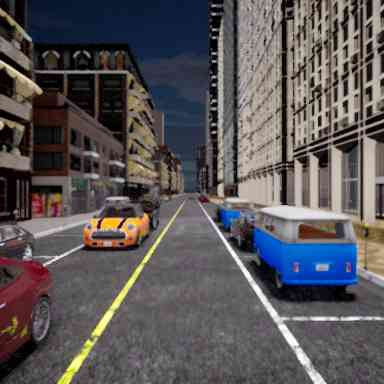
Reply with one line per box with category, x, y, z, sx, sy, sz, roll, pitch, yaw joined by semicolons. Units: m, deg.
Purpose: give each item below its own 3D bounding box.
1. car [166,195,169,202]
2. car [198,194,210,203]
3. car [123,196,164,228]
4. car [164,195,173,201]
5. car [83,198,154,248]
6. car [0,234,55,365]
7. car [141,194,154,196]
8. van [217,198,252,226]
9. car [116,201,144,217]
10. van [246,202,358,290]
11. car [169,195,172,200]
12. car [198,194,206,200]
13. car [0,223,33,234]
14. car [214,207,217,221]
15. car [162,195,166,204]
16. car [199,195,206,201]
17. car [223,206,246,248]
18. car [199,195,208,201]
car;-5.783;1.424;59.520;2.008;1.369;4.403;0;0;0
car;2.587;1.438;65.182;1.802;1.307;4.206;0;0;0
car;-3.030;1.236;20.264;1.882;1.535;5.008;0;0;0
car;-5.821;1.383;82.115;1.887;1.381;4.507;0;0;0
car;-3.106;1.317;14.536;2.097;1.767;4.553;0;0;0
car;-3.100;1.519;3.611;1.812;1.442;4.674;0;0;0
car;-5.756;1.221;42.574;2.192;1.841;5.009;0;0;0
van;2.661;1.289;19.993;1.690;1.788;3.998;0;0;0
car;-5.738;1.511;31.278;1.802;1.307;4.206;0;0;0
van;2.679;1.316;8.696;1.690;1.788;3.998;0;0;0
car;-5.802;1.380;70.647;1.752;1.417;4.829;0;0;0
car;2.550;1.264;87.776;1.967;1.590;4.097;0;0;0
car;-5.701;1.533;8.684;2.008;1.369;4.403;0;0;0
car;2.652;1.501;25.643;1.947;1.339;4.313;0;0;0
car;-5.774;1.449;53.872;1.947;1.339;4.313;0;0;0
car;2.559;1.413;82.129;1.802;1.307;4.206;0;0;0
car;2.670;1.512;14.345;2.008;1.369;4.403;0;0;0
car;2.569;1.405;76.479;1.947;1.339;4.313;0;0;0
